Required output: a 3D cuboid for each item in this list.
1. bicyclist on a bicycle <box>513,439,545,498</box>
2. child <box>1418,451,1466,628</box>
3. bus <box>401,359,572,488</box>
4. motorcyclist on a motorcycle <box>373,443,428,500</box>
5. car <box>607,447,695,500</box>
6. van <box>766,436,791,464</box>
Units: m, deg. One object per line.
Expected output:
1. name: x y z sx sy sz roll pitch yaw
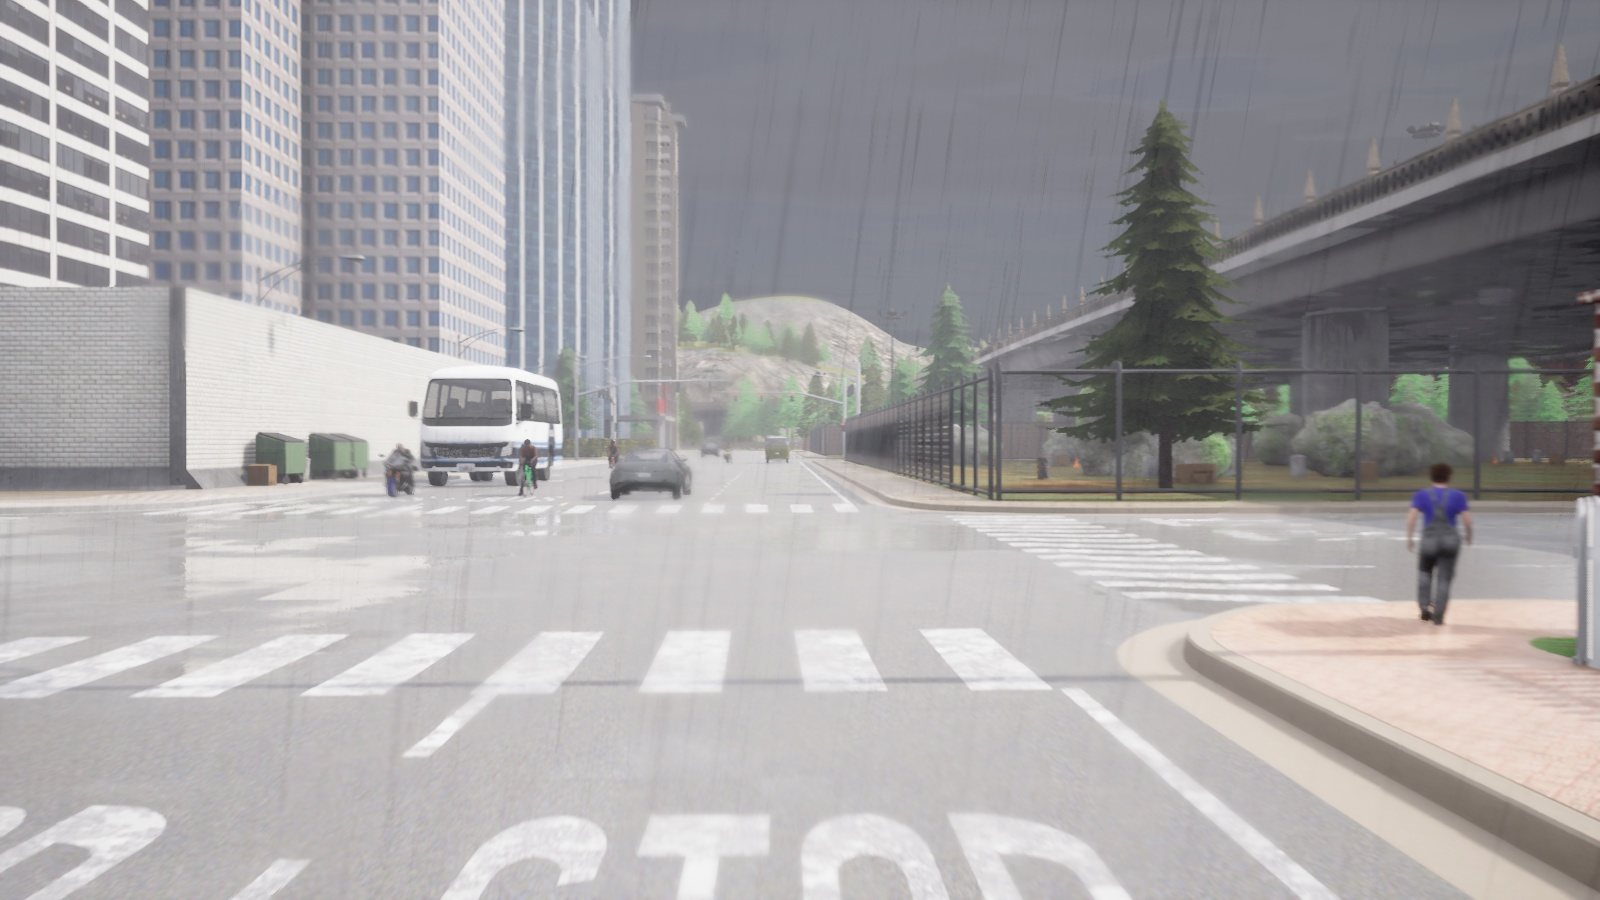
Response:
1. bicyclist on a bicycle: -7.587 0.497 35.189 0.582 1.620 1.656 0 1 -1
2. child: 4.728 0.640 9.240 0.270 1.263 0.437 0 0 33
3. bus: -11.285 -0.898 46.552 3.944 4.253 10.273 0 0 -1
4. motorcyclist on a motorcycle: -11.083 0.579 34.935 0.866 1.530 2.191 0 1 -1
5. car: -4.080 0.611 35.005 1.994 1.385 4.181 0 0 0
6. van: -1.587 -0.024 92.670 1.775 1.987 4.442 0 0 -1
